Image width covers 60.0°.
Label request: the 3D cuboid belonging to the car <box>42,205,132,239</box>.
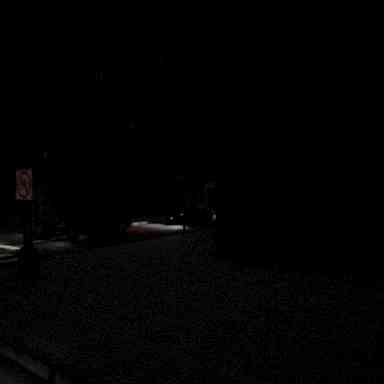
[{"bbox_3d":[-5.469,1.517,17.904,1.882,1.535,5.008,0,0,35],"label":"car"}]

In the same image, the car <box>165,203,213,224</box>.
[{"bbox_3d":[-0.088,1.582,25.454,1.812,1.442,4.674,0,0,35],"label":"car"}]
